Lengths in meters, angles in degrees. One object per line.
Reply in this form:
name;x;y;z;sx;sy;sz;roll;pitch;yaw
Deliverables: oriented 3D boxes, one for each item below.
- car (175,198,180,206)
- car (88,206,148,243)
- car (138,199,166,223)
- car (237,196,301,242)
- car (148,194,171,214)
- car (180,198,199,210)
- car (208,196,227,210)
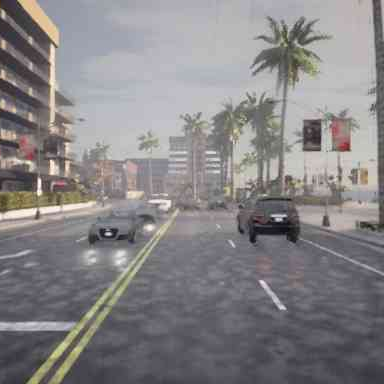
car;-1.477;1.581;53.629;1.994;1.385;4.181;0;0;-12
car;-3.500;1.569;15.930;1.994;1.385;4.181;0;0;0
car;-3.500;1.556;26.108;2.033;1.411;5.357;0;0;0
car;3.599;1.226;16.468;2.150;2.045;5.566;0;0;0
car;-3.502;1.233;36.478;2.150;2.045;5.566;0;0;0
car;-0.148;1.505;43.463;2.128;1.511;4.902;0;0;-4
car;3.309;1.365;43.974;2.097;1.767;4.553;0;0;-4
